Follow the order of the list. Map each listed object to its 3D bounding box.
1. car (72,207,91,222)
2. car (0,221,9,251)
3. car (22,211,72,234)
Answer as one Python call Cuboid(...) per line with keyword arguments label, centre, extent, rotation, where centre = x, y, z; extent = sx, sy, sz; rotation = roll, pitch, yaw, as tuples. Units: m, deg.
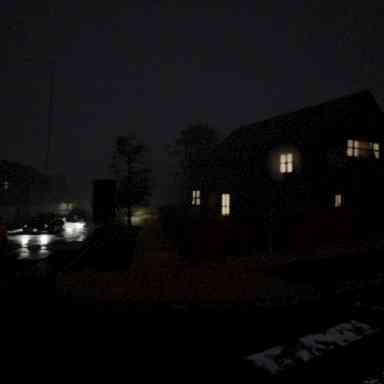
Cuboid(label="car", centre=(-12.565, 2.494, 37.381), extent=(2.128, 1.511, 4.902), rotation=(1, -2, -8))
Cuboid(label="car", centre=(-9.222, 1.749, 13.464), extent=(2.097, 1.767, 4.553), rotation=(1, -2, -9))
Cuboid(label="car", centre=(-10.853, 2.232, 24.856), extent=(2.033, 1.411, 5.357), rotation=(1, -2, -8))
